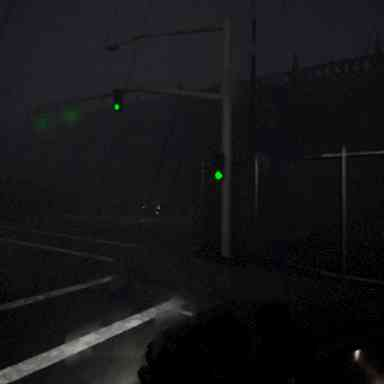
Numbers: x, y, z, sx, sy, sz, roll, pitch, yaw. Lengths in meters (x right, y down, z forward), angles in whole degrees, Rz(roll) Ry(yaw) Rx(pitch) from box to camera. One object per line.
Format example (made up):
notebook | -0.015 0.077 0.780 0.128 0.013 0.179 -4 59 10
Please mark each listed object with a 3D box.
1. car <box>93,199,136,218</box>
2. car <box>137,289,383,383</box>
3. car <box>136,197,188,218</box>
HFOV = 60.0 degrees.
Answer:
car | -6.402 1.369 29.535 1.882 1.535 5.008 1 0 35
car | 2.064 1.550 2.497 5.357 1.411 2.033 1 0 36
car | -2.326 1.269 29.225 2.097 1.767 4.553 1 0 35
